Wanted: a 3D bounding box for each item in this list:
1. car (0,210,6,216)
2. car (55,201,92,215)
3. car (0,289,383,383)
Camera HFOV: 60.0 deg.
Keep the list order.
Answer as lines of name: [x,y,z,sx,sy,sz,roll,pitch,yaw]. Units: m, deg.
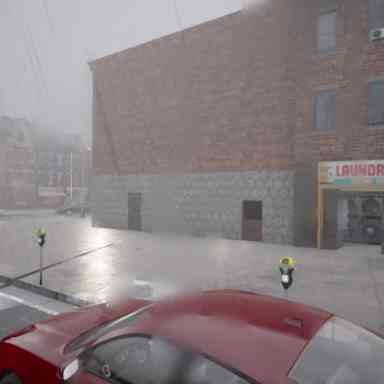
car: [-19.608,1.826,29.908,1.895,1.301,4.718,1,0,37]
car: [-13.404,1.868,38.507,1.837,1.490,4.892,1,0,36]
car: [0.102,1.544,2.727,4.507,1.381,1.887,0,1,36]
